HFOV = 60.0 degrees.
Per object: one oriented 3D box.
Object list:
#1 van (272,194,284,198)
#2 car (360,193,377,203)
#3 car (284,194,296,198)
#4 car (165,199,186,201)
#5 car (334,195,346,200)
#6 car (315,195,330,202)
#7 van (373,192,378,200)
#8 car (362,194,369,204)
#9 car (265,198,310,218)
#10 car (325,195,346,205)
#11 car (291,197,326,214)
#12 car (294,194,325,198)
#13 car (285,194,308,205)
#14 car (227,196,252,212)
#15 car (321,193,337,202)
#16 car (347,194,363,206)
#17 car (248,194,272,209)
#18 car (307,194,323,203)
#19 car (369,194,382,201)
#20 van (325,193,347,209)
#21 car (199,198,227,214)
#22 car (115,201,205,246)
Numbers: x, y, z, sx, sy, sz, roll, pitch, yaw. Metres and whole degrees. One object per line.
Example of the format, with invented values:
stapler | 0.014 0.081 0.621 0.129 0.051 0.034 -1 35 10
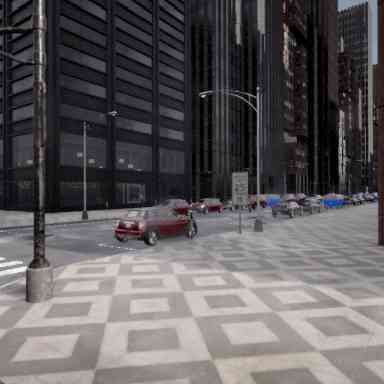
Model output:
van | 11.245 1.248 47.487 1.690 1.788 3.998 0 0 36
car | 34.550 1.370 65.296 1.887 1.381 4.507 0 0 36
car | 14.520 1.210 52.042 2.192 1.841 5.009 0 0 36
car | -1.853 1.397 29.270 1.967 1.590 4.097 0 0 36
car | 37.443 1.397 83.923 1.947 1.339 4.313 0 0 36
car | 27.619 1.407 70.260 2.008 1.369 4.403 0 0 36
van | 37.823 1.157 69.849 1.690 1.788 3.998 0 0 36
car | 28.001 1.410 56.187 1.947 1.339 4.313 0 0 36
car | 8.354 1.463 28.862 2.008 1.369 4.403 0 0 36
car | 23.714 1.352 54.781 2.128 1.511 4.902 0 0 35
car | 11.629 1.465 33.417 1.947 1.339 4.313 0 0 36
car | 15.225 1.366 42.981 1.882 1.535 5.008 0 0 36
car | 17.794 1.200 56.596 2.192 1.841 5.009 0 0 36
car | 4.697 1.481 38.379 2.008 1.369 4.403 0 0 36
car | 30.893 1.162 74.814 2.192 1.841 5.009 0 0 36
car | 24.726 1.420 51.633 1.947 1.339 4.313 0 0 36
car | 7.971 1.233 42.933 2.192 1.841 5.009 0 0 36
car | 24.344 1.305 65.706 1.967 1.590 4.097 0 0 36
car | 41.098 1.248 74.404 1.967 1.590 4.097 0 0 36
van | 18.177 1.217 42.524 1.690 1.788 3.998 0 0 36
car | 1.422 1.383 33.824 1.967 1.590 4.097 0 0 36
car | -1.469 1.393 15.200 1.967 1.590 4.097 0 0 36
